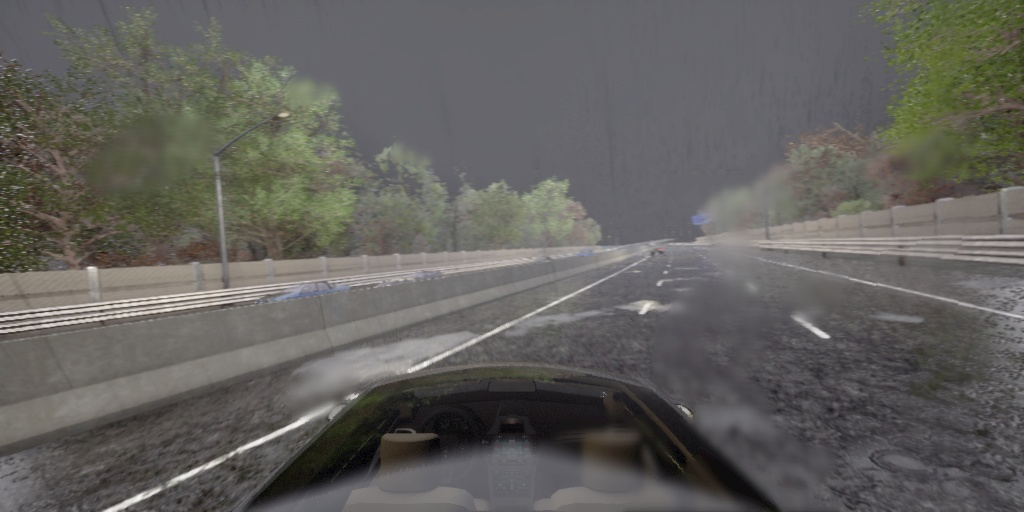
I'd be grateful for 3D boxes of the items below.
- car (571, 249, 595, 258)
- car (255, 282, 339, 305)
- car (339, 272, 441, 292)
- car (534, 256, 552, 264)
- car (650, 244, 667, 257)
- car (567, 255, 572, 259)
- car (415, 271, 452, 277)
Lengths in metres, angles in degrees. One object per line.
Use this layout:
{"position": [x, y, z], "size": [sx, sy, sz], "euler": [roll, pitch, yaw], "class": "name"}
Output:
{"position": [11.543, -0.003, 56.166], "size": [2.150, 2.045, 5.566], "euler": [-5, 0, 25], "class": "car"}
{"position": [-12.323, 2.306, 21.597], "size": [2.033, 1.411, 5.357], "euler": [-5, 0, 26], "class": "car"}
{"position": [-6.053, 1.843, 18.516], "size": [1.895, 1.301, 4.718], "euler": [-5, 0, 26], "class": "car"}
{"position": [5.216, 0.790, 59.070], "size": [1.837, 1.490, 4.892], "euler": [-5, 0, 25], "class": "car"}
{"position": [20.675, -0.769, 50.858], "size": [1.837, 1.490, 4.892], "euler": [-5, 0, 25], "class": "car"}
{"position": [11.301, 0.321, 64.012], "size": [2.033, 1.411, 5.357], "euler": [-5, 0, 25], "class": "car"}
{"position": [-6.385, 1.813, 25.915], "size": [2.033, 1.411, 5.357], "euler": [-5, 0, 26], "class": "car"}
